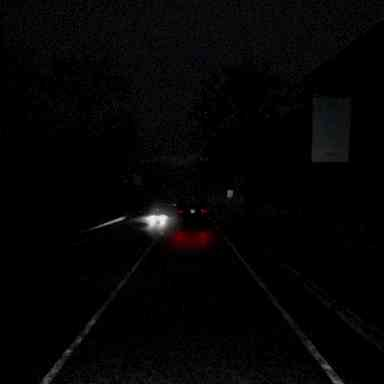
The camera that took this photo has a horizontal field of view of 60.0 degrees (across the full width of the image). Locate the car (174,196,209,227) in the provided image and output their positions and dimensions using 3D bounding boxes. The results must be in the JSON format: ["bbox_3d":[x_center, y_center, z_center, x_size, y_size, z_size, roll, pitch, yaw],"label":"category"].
[{"bbox_3d":[0.057,1.393,24.283,2.150,2.045,5.566,0,0,0],"label":"car"}]

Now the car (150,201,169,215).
[{"bbox_3d":[-3.657,1.760,37.792,2.128,1.511,4.902,0,0,0],"label":"car"}]

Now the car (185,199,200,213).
[{"bbox_3d":[0.025,1.761,42.755,1.801,1.575,5.366,0,0,0],"label":"car"}]

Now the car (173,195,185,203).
[{"bbox_3d":[-2.987,1.716,78.230,2.097,1.767,4.553,0,0,5],"label":"car"}]
